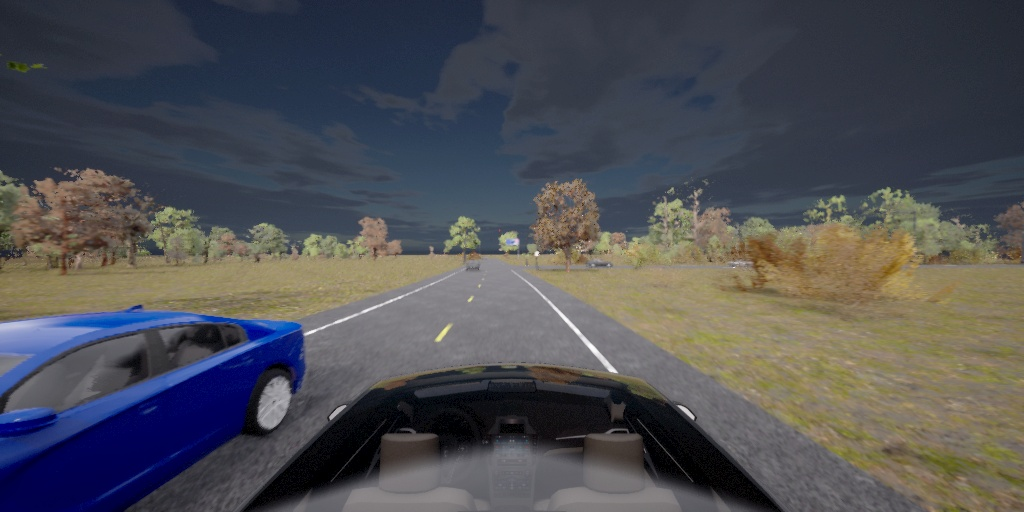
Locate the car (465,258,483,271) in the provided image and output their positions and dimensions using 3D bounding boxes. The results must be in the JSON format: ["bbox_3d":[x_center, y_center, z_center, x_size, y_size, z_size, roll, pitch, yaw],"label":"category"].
[{"bbox_3d":[-5.216,1.299,48.710,1.837,1.490,4.892,0,0,-3],"label":"car"}]

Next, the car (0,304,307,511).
[{"bbox_3d":[-3.611,1.231,2.623,1.882,1.535,5.008,0,0,0],"label":"car"}]
